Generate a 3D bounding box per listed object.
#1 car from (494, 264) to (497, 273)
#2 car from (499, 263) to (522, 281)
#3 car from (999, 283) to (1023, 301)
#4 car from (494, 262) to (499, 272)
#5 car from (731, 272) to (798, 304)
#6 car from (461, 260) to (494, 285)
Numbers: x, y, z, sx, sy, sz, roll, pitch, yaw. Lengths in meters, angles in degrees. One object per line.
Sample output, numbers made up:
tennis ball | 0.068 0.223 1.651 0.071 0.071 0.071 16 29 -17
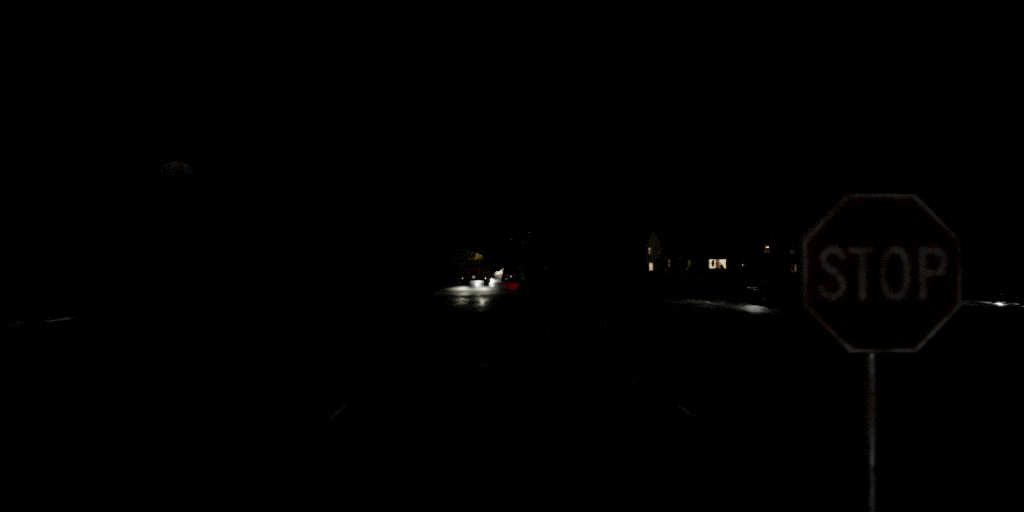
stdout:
car | -3.079 1.884 42.698 1.895 1.301 4.718 0 -1 -1
car | -0.097 1.699 36.411 1.837 1.490 4.892 0 -1 0
car | 28.517 1.776 18.726 4.181 1.385 1.994 0 -1 0
car | -3.140 1.928 62.912 2.097 1.767 4.553 0 -1 0
car | 13.862 1.557 18.267 5.008 1.535 1.882 0 -1 -3
car | -3.015 1.342 30.879 2.150 2.045 5.566 0 -1 0
